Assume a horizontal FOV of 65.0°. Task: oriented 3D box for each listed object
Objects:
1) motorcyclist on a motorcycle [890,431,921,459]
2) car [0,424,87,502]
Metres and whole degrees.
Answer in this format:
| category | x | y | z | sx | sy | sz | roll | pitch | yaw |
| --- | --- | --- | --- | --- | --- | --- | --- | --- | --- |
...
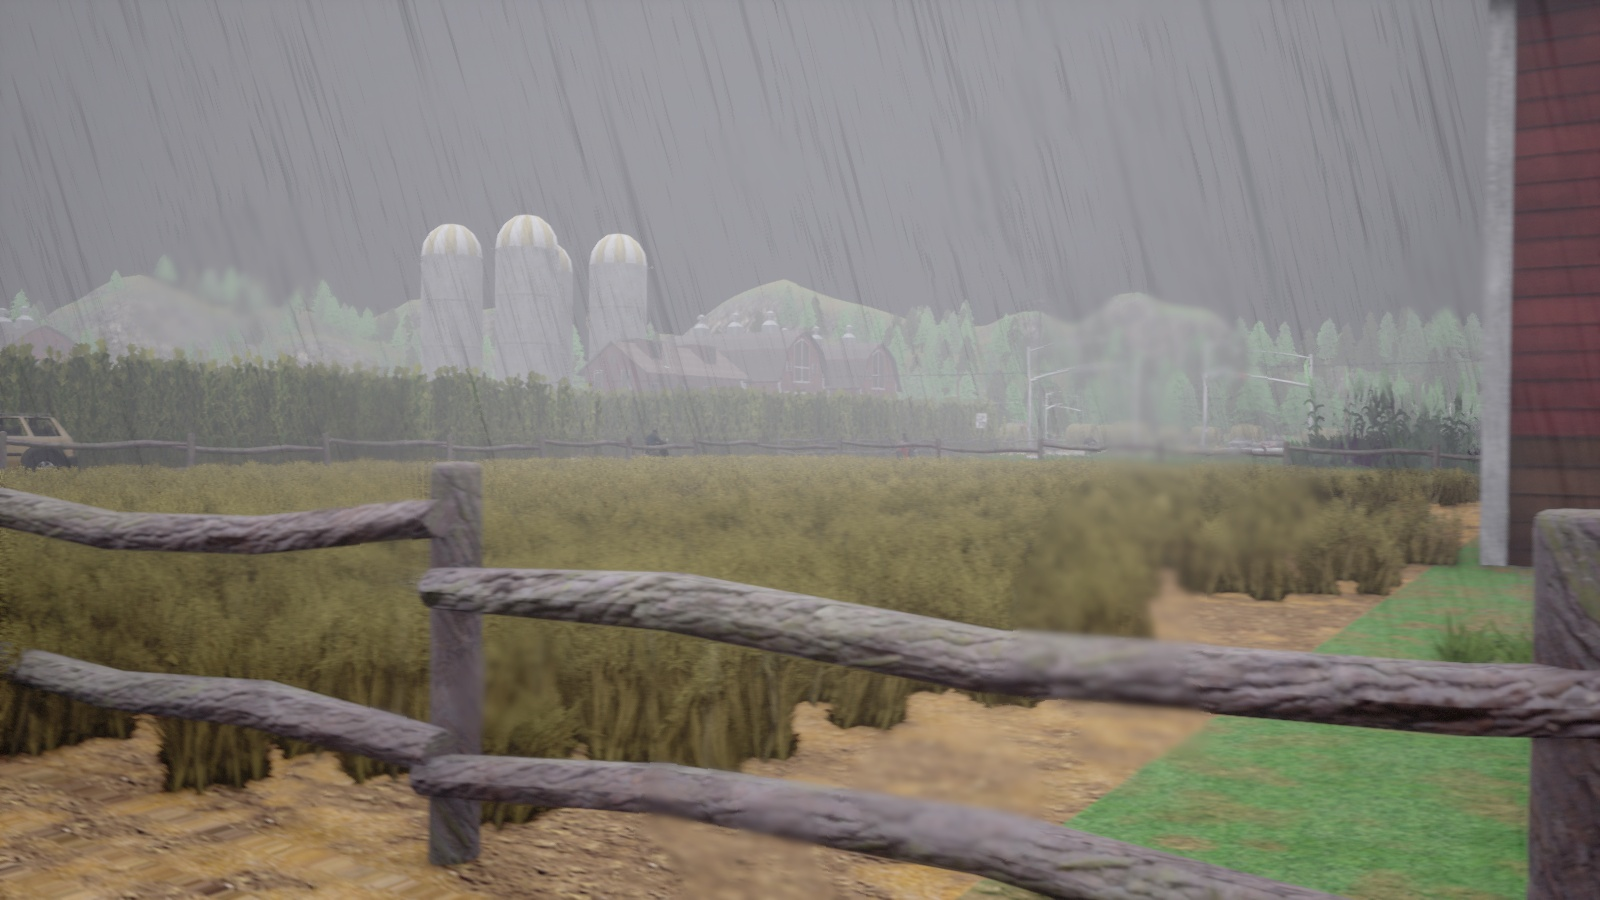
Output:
| category | x | y | z | sx | sy | sz | roll | pitch | yaw |
| --- | --- | --- | --- | --- | --- | --- | --- | --- | --- |
| motorcyclist on a motorcycle | 5.814 | -0.284 | 69.222 | 0.797 | 1.523 | 2.044 | 0 | 1 | 33 |
| car | -19.996 | 0.318 | 30.131 | 1.932 | 1.855 | 4.605 | 0 | 1 | 34 |
